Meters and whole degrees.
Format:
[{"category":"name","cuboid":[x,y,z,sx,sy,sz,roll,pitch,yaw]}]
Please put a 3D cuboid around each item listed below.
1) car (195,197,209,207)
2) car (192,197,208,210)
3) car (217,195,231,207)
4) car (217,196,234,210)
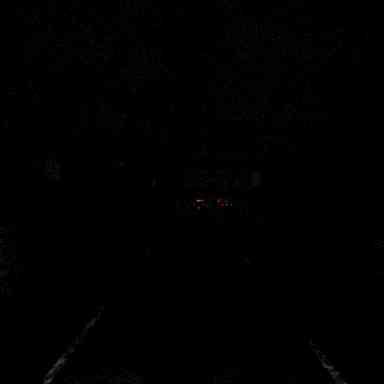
[{"category":"car","cuboid":[1.679,1.581,54.394,2.128,1.511,4.902,0,0,5]},{"category":"car","cuboid":[0.997,1.674,44.090,1.895,1.301,4.718,0,0,3]},{"category":"car","cuboid":[5.197,1.442,54.495,2.097,1.767,4.553,0,0,5]},{"category":"car","cuboid":[4.491,1.620,43.902,2.033,1.411,5.357,0,0,3]}]
